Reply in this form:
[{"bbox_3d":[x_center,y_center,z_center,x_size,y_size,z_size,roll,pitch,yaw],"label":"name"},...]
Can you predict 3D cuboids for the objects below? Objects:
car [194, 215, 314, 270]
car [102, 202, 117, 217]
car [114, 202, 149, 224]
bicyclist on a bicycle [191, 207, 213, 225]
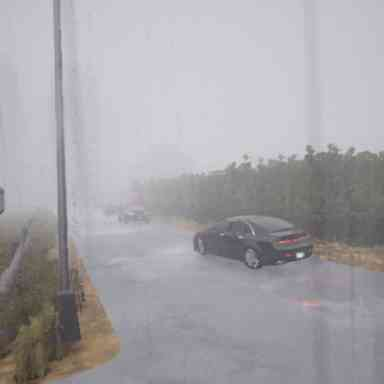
[{"bbox_3d":[1.801,1.556,11.330,1.837,1.490,4.892,-5,1,-30],"label":"car"},{"bbox_3d":[-8.652,1.870,36.513,1.837,1.490,4.892,-2,0,-23],"label":"car"},{"bbox_3d":[-4.851,1.807,27.498,1.812,1.442,4.674,-2,0,-23],"label":"car"},{"bbox_3d":[0.691,1.437,22.573,1.656,1.620,0.582,-2,0,-23],"label":"bicyclist on a bicycle"}]
